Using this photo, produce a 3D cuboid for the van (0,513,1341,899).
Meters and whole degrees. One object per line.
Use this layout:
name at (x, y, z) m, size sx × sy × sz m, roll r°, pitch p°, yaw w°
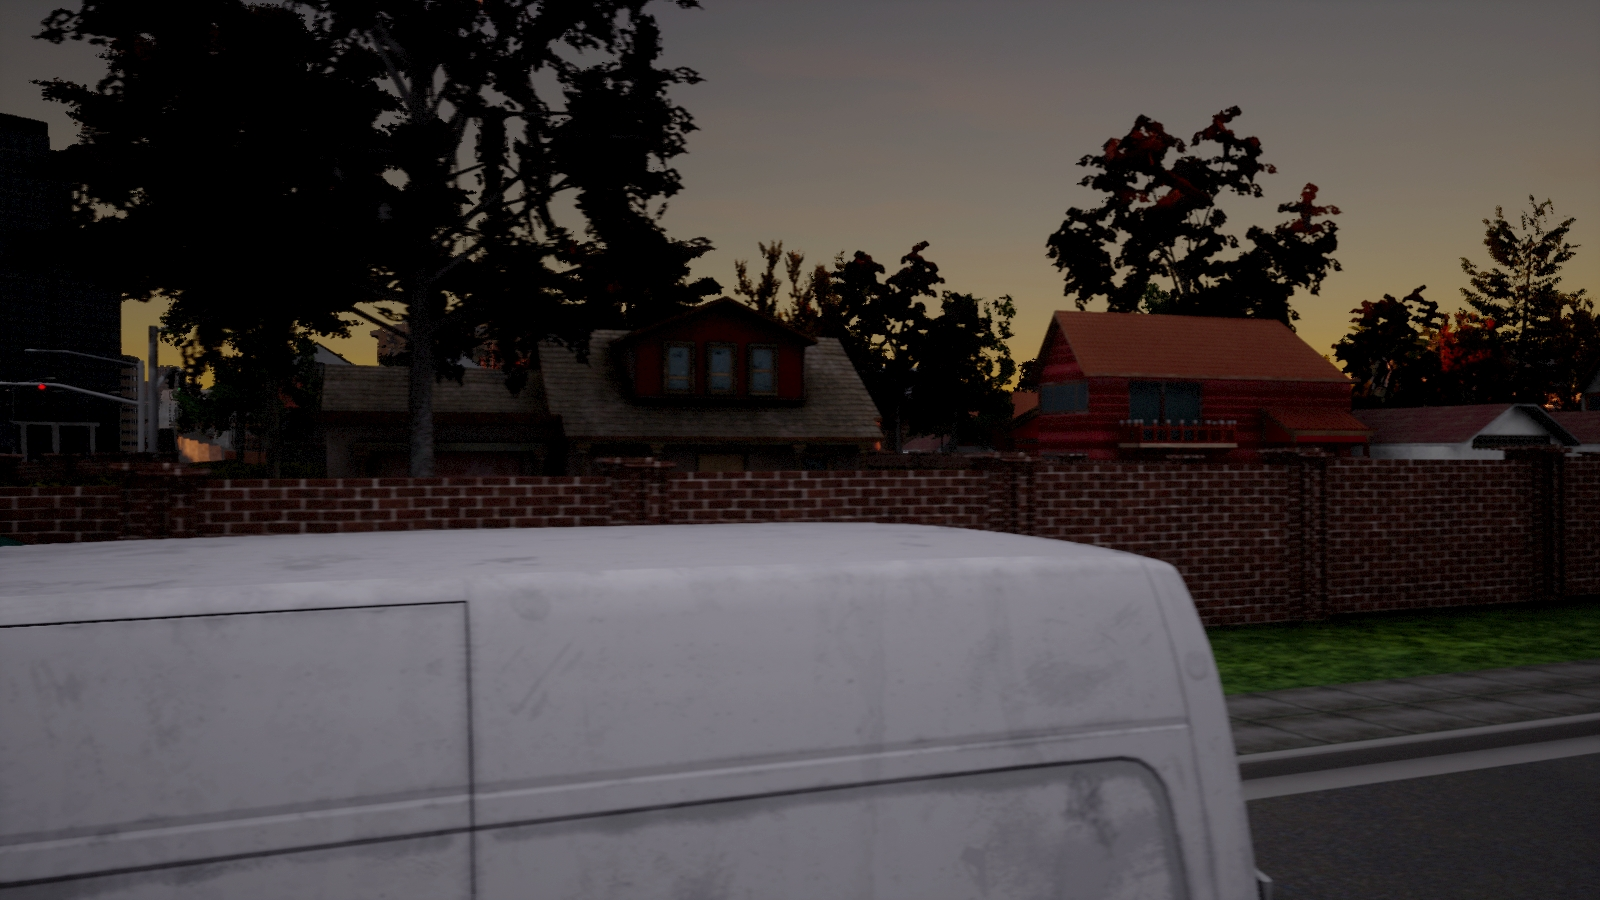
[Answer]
van at (-1.840, 1.534, 2.623) m, size 5.915 × 2.561 × 1.988 m, roll 0°, pitch 0°, yaw -20°
